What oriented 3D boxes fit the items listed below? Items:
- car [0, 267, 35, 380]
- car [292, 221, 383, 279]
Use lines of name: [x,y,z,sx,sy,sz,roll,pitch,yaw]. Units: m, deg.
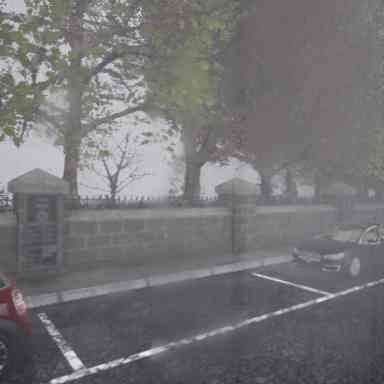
car: [-4.083,1.433,3.644,4.097,1.590,1.967,0,0,-36]
car: [4.888,1.604,10.139,4.403,1.369,2.008,0,0,-36]
